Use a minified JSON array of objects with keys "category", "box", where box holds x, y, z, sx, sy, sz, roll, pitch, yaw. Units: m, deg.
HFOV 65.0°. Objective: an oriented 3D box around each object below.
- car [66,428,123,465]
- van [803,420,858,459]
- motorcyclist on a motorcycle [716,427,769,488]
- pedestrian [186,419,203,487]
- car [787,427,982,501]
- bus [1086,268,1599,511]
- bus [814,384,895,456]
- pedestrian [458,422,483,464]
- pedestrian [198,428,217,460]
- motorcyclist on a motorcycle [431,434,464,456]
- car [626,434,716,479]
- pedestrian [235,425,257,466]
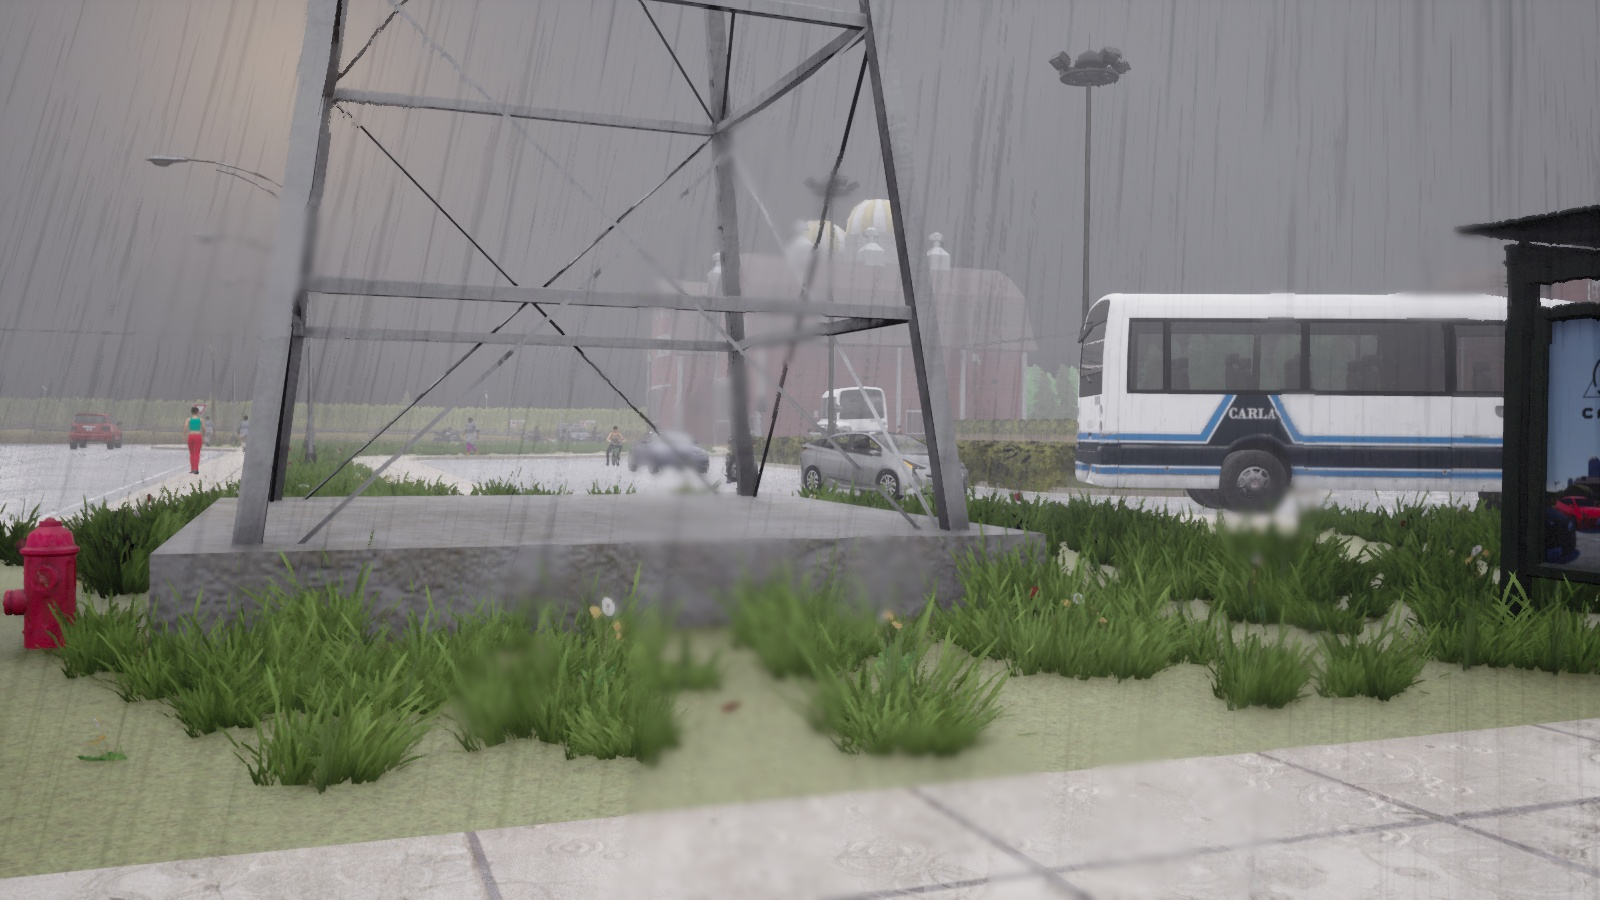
[{"category":"car","box":[-40.545,-0.221,72.314,2.150,2.045,5.566,-1,1,-22]},{"category":"van","box":[1.718,-0.634,69.814,2.069,2.038,4.480,1,2,14]},{"category":"motorcyclist on a motorcycle","box":[-1.636,0.192,35.298,0.766,1.649,2.350,-1,1,-21]},{"category":"pedestrian","box":[-16.431,0.076,34.083,0.345,1.836,0.594,-1,1,-21]},{"category":"car","box":[1.818,0.262,28.461,2.007,1.525,4.514,-1,1,-35]},{"category":"bus","box":[11.106,-1.096,24.448,10.273,4.253,3.944,-1,1,4]},{"category":"bus","box":[3.410,-2.004,82.601,3.944,4.253,10.273,-3,2,-4]},{"category":"pedestrian","box":[-15.254,-0.329,58.201,0.659,1.952,0.873,0,1,34]},{"category":"pedestrian","box":[-34.348,-0.360,72.802,0.874,1.855,0.900,-1,1,-34]},{"category":"motorcyclist on a motorcycle","box":[-25.367,-0.365,90.484,2.191,1.530,0.866,-1,1,-21]},{"category":"car","box":[-4.441,0.181,42.457,1.812,1.442,4.674,-1,1,-21]},{"category":"pedestrian","box":[-25.360,-0.208,57.466,0.874,1.855,0.900,-1,1,-24]}]
